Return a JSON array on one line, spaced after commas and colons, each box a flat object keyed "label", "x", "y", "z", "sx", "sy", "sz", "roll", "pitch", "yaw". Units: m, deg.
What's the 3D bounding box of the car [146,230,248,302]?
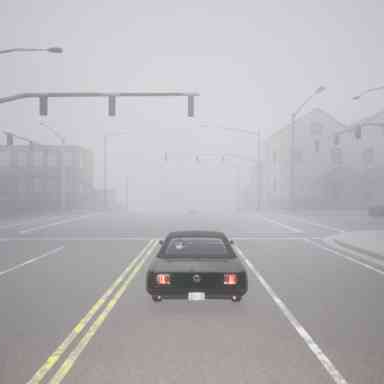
[{"label": "car", "x": 0.106, "y": 1.600, "z": 8.234, "sx": 1.895, "sy": 1.301, "sz": 4.718, "roll": 0, "pitch": 0, "yaw": 0}]

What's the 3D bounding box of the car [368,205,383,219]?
[{"label": "car", "x": 17.568, "y": 1.476, "z": 28.209, "sx": 5.008, "sy": 1.535, "sz": 1.882, "roll": 0, "pitch": 0, "yaw": -1}]

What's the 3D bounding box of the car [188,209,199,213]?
[{"label": "car", "x": 0.202, "y": 3.398, "z": 49.498, "sx": 1.837, "sy": 1.490, "sz": 4.892, "roll": 0, "pitch": -8, "yaw": 0}]
